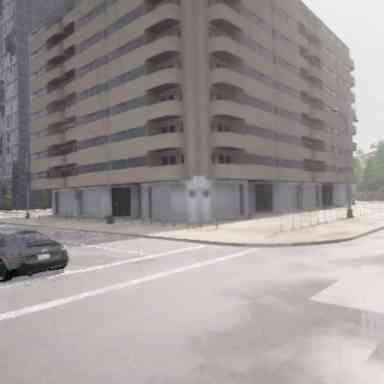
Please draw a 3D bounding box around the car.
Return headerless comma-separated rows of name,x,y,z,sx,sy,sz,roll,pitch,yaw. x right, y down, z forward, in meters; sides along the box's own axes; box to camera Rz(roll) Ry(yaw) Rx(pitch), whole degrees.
car,-5.866,1.928,10.856,4.181,1.385,1.994,-3,-1,37
